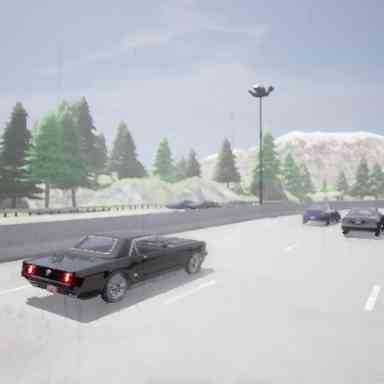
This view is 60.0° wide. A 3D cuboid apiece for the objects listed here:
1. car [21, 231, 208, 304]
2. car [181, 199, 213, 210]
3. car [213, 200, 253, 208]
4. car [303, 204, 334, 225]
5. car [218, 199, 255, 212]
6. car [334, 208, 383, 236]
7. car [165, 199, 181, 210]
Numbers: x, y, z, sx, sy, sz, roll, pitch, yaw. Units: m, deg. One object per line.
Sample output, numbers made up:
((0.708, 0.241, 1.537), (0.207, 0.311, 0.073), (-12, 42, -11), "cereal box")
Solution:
((-1.507, 1.629, 8.357), (1.895, 1.301, 4.718), (0, 0, 34), "car")
((1.446, 1.688, 42.879), (2.033, 1.411, 5.357), (0, 0, 40), "car")
((4.657, 1.623, 35.812), (1.837, 1.490, 4.892), (-1, -1, 39), "car")
((9.637, 1.606, 24.775), (1.812, 1.442, 4.674), (0, 0, 35), "car")
((5.783, 1.687, 42.568), (2.033, 1.411, 5.357), (0, 0, 43), "car")
((9.899, 1.609, 19.030), (2.033, 1.411, 5.357), (0, 0, 34), "car")
((-1.205, 1.696, 45.156), (2.033, 1.411, 5.357), (0, 0, 40), "car")
